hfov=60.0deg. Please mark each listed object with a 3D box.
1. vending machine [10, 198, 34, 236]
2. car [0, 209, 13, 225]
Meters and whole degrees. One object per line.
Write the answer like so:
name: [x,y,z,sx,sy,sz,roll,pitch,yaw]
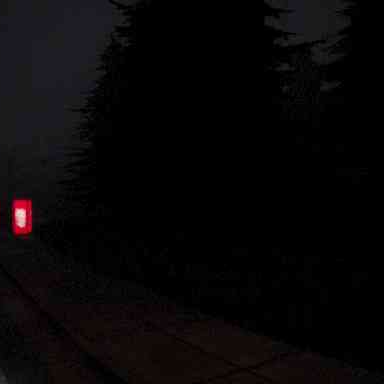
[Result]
vending machine: [-9.771,1.419,19.154,1.100,2.100,0.880,0,-1,-19]
car: [-14.507,1.882,24.085,1.895,1.301,4.718,0,-1,-8]
